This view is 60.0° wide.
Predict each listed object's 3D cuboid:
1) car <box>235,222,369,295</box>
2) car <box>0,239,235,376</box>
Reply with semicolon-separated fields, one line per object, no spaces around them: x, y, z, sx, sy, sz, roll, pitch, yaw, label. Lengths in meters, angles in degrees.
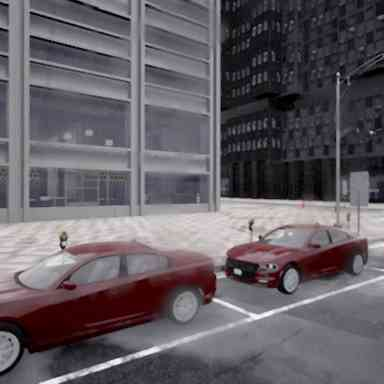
2.849;1.528;8.716;4.507;1.381;1.887;0;0;-36;car
-1.642;1.541;5.497;4.507;1.381;1.887;0;0;-36;car
